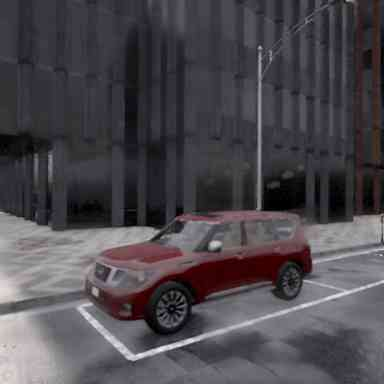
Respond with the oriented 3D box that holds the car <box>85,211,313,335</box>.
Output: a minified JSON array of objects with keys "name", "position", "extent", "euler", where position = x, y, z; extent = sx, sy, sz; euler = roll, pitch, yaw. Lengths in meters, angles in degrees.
[{"name":"car","position":[0.449,1.356,6.972],"extent":[5.009,1.841,2.192],"euler":[1,0,-36]}]
